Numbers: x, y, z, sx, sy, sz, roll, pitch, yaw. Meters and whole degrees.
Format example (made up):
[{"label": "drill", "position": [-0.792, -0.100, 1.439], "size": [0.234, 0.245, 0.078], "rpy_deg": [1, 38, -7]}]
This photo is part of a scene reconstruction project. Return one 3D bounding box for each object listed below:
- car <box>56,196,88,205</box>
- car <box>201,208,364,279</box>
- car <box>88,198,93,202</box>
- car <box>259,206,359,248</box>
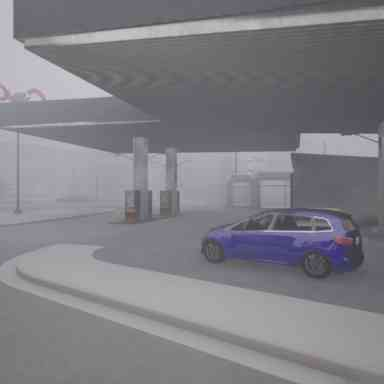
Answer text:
[{"label": "car", "position": [-22.430, 1.475, 61.152], "size": [1.882, 1.535, 5.008], "rpy_deg": [-3, -2, 41]}, {"label": "car", "position": [2.449, 1.295, 9.764], "size": [4.611, 1.667, 2.242], "rpy_deg": [0, 0, 36]}, {"label": "car", "position": [-22.228, 1.538, 64.962], "size": [5.357, 1.411, 2.033], "rpy_deg": [0, 0, -41]}, {"label": "car", "position": [5.189, 1.455, 14.871], "size": [3.806, 1.475, 1.970], "rpy_deg": [0, 0, 36]}]
